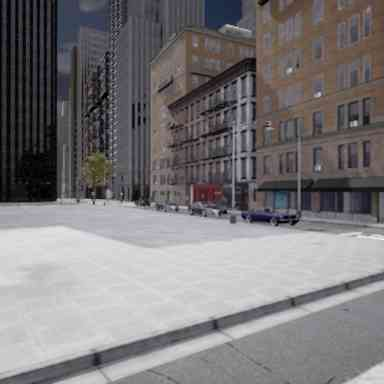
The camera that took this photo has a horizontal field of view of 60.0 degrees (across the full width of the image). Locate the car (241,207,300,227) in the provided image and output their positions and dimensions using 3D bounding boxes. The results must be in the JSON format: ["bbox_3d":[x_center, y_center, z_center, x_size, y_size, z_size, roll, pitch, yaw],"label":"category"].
[{"bbox_3d":[5.752,1.798,24.761,1.895,1.301,4.718,0,0,-26],"label":"car"}]

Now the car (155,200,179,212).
[{"bbox_3d":[-3.307,1.821,43.149,2.128,1.511,4.902,0,0,-26],"label":"car"}]

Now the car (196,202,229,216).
[{"bbox_3d":[2.249,1.851,37.958,1.994,1.385,4.181,0,0,-26],"label":"car"}]

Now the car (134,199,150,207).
[{"bbox_3d":[-9.188,1.975,61.126,1.837,1.490,4.892,0,-1,-26],"label":"car"}]

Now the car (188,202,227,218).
[{"bbox_3d":[1.240,1.752,33.904,2.128,1.511,4.902,0,0,-26],"label":"car"}]
